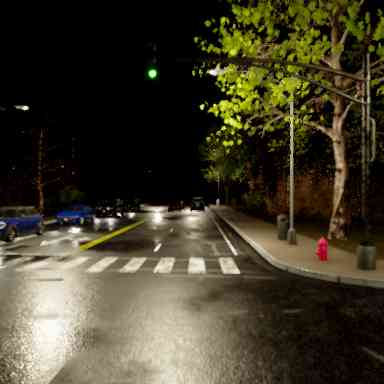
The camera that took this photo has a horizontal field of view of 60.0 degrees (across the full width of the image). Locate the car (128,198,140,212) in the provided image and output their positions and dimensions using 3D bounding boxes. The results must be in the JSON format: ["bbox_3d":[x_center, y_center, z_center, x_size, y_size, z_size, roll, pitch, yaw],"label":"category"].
[{"bbox_3d":[-8.979,1.834,48.315,2.150,2.045,5.566,0,0,2],"label":"car"}]

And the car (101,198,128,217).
[{"bbox_3d":[-9.234,1.706,37.847,2.150,2.045,5.566,0,-1,1],"label":"car"}]

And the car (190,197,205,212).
[{"bbox_3d":[0.814,1.977,48.046,2.097,1.767,4.553,0,-1,1],"label":"car"}]

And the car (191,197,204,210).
[{"bbox_3d":[1.023,1.969,58.107,2.150,2.045,5.566,0,-1,1],"label":"car"}]

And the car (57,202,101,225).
[{"bbox_3d":[-9.449,1.830,27.568,1.882,1.535,5.008,0,-1,1],"label":"car"}]

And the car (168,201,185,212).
[{"bbox_3d":[-2.443,2.164,47.725,2.033,1.411,5.357,0,-1,1],"label":"car"}]

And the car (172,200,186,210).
[{"bbox_3d":[-2.227,2.235,58.142,2.128,1.511,4.902,0,-1,1],"label":"car"}]

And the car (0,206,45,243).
[{"bbox_3d":[-9.662,1.573,17.485,2.097,1.767,4.553,0,-1,1],"label":"car"}]
